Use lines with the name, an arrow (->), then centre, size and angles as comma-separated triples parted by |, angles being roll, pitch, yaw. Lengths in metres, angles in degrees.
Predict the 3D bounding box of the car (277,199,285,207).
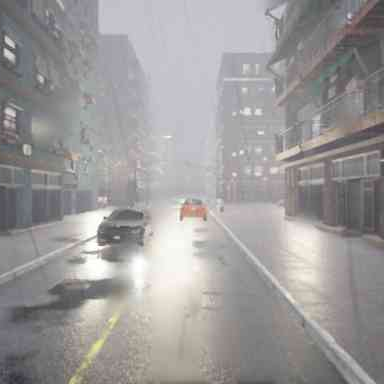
car -> 13.584, 1.209, 44.857 | 4.097, 1.590, 1.967 | -1, 1, 0

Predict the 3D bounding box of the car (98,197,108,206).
car -> -13.521, 1.468, 44.958 | 4.097, 1.590, 1.967 | -1, 1, 0

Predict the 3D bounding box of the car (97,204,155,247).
car -> -2.828, 1.441, 15.085 | 1.882, 1.535, 5.008 | 0, 0, 0

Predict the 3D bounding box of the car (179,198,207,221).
car -> 0.093, 1.288, 26.918 | 2.097, 1.767, 4.553 | 0, 0, 0
